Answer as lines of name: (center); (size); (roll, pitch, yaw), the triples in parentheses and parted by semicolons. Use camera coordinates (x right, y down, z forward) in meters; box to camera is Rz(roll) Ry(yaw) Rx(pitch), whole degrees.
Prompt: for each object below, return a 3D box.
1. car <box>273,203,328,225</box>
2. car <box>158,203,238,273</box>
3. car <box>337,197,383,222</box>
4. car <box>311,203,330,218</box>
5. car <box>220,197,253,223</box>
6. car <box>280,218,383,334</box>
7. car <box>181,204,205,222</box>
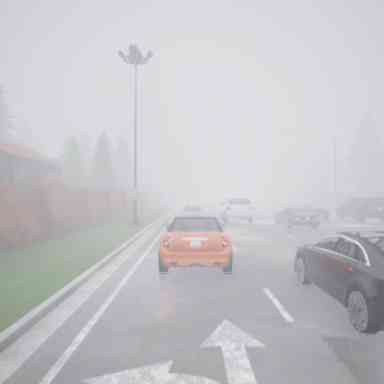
car: (7.090, 1.704, 22.943); (2.033, 1.411, 5.357); (0, 0, 0)
car: (0.095, 1.429, 11.093); (2.097, 1.767, 4.553); (0, 0, 0)
car: (14.088, 1.410, 27.554); (2.150, 2.045, 5.566); (0, 0, 0)
car: (10.587, 1.726, 29.437); (1.812, 1.442, 4.674); (0, 0, 0)
car: (3.588, 1.409, 27.481); (2.150, 2.045, 5.566); (0, 0, 0)
car: (3.596, 1.539, 6.811); (2.128, 1.511, 4.902); (0, 0, 0)
car: (0.087, 1.762, 29.070); (1.994, 1.385, 4.181); (0, 0, 0)
